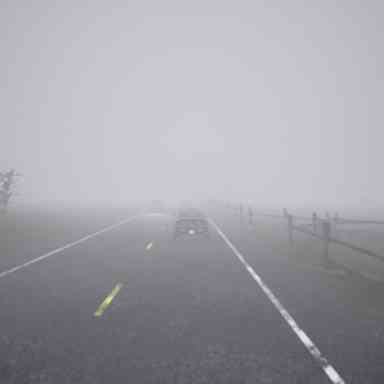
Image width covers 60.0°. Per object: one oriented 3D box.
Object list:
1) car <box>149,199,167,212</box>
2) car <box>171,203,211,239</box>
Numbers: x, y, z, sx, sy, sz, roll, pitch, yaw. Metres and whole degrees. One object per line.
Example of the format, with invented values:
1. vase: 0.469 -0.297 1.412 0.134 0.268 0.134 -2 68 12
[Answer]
1. car: -4.104 1.665 40.830 2.128 1.511 4.902 0 0 -1
2. car: -0.032 1.589 17.782 1.837 1.490 4.892 0 0 0
